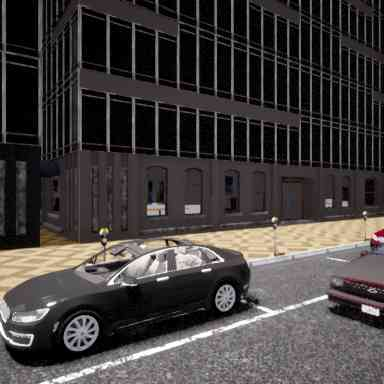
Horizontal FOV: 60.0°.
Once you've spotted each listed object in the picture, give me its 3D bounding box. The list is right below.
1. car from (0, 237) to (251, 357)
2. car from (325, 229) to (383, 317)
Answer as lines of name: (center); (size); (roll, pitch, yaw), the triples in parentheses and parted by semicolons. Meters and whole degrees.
car: (-0.879, 1.551, 5.926); (4.403, 1.369, 2.008); (0, 0, -35)
car: (5.091, 1.547, 6.990); (5.357, 1.411, 2.033); (0, 0, -35)
